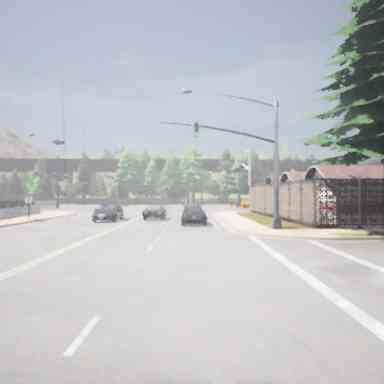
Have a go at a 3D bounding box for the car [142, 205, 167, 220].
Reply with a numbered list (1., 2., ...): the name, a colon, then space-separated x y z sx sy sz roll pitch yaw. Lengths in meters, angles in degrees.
1. car: -3.399 1.895 30.998 1.895 1.301 4.718 0 -1 0

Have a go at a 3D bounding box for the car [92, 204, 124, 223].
1. car: -7.074 1.761 28.389 2.128 1.511 4.902 0 -1 0

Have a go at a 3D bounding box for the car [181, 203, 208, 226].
1. car: 0.147 1.808 25.679 1.994 1.385 4.181 0 -1 -1
